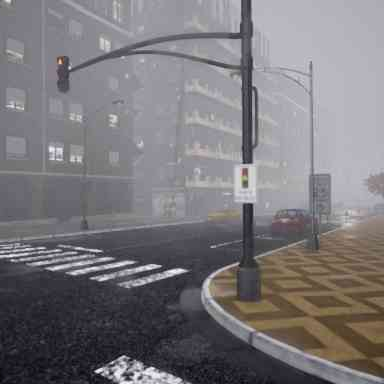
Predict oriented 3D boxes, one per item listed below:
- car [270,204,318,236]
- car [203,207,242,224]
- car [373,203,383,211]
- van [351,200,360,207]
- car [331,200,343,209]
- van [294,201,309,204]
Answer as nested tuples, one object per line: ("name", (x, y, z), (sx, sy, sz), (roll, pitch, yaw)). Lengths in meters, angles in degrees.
("car", (6.423, 1.750, 20.628), (1.967, 1.590, 4.097), (-2, -2, 35))
("car", (2.804, 2.001, 29.898), (1.752, 1.417, 4.829), (-2, -2, 35))
("car", (32.543, 2.582, 57.508), (1.947, 1.339, 4.313), (-2, -2, 35))
("van", (42.042, 2.881, 85.392), (1.690, 1.788, 3.998), (-2, -2, 35))
("car", (29.018, 2.500, 66.926), (2.192, 1.841, 5.009), (-2, -2, 35))
("van", (15.959, 2.173, 48.483), (1.690, 1.788, 3.998), (-2, -2, 35))
